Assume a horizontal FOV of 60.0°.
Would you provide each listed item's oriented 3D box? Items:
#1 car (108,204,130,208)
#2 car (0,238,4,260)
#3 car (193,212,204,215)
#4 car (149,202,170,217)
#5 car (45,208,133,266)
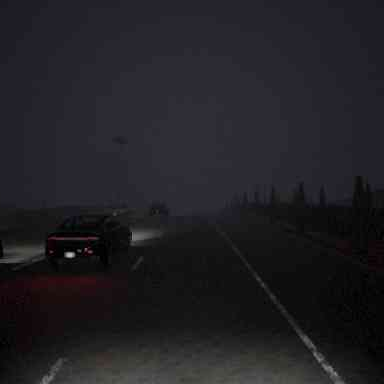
[{"bbox_3d":[-6.895,1.794,31.693,1.895,1.301,4.718,0,-1,0],"label":"car"},{"bbox_3d":[-6.898,1.389,8.494,2.097,1.767,4.553,0,0,0],"label":"car"},{"bbox_3d":[1.235,4.539,63.341,1.812,1.442,4.674,0,-7,0],"label":"car"},{"bbox_3d":[-3.395,1.794,35.041,2.128,1.511,4.902,0,-2,0],"label":"car"},{"bbox_3d":[-3.398,1.543,11.680,2.128,1.511,4.902,0,0,0],"label":"car"}]
